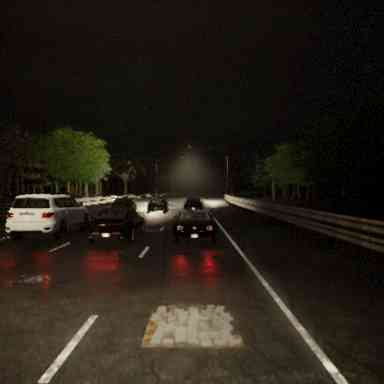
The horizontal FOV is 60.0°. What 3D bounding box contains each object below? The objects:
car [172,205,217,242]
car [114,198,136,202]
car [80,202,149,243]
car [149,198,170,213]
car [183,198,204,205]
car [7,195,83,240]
[{"bbox_3d":[0.110,1.518,16.011,1.895,1.301,4.718,0,0,0],"label":"car"},{"bbox_3d":[-6.854,1.329,33.663,1.837,1.490,4.892,0,0,0],"label":"car"},{"bbox_3d":[-3.383,1.425,15.473,1.837,1.490,4.892,0,0,0],"label":"car"},{"bbox_3d":[-3.354,1.316,33.574,2.128,1.511,4.902,0,0,0],"label":"car"},{"bbox_3d":[0.146,1.329,33.631,1.837,1.490,4.892,0,0,0],"label":"car"},{"bbox_3d":[-6.881,1.136,16.549,2.150,2.045,5.566,0,0,0],"label":"car"}]
